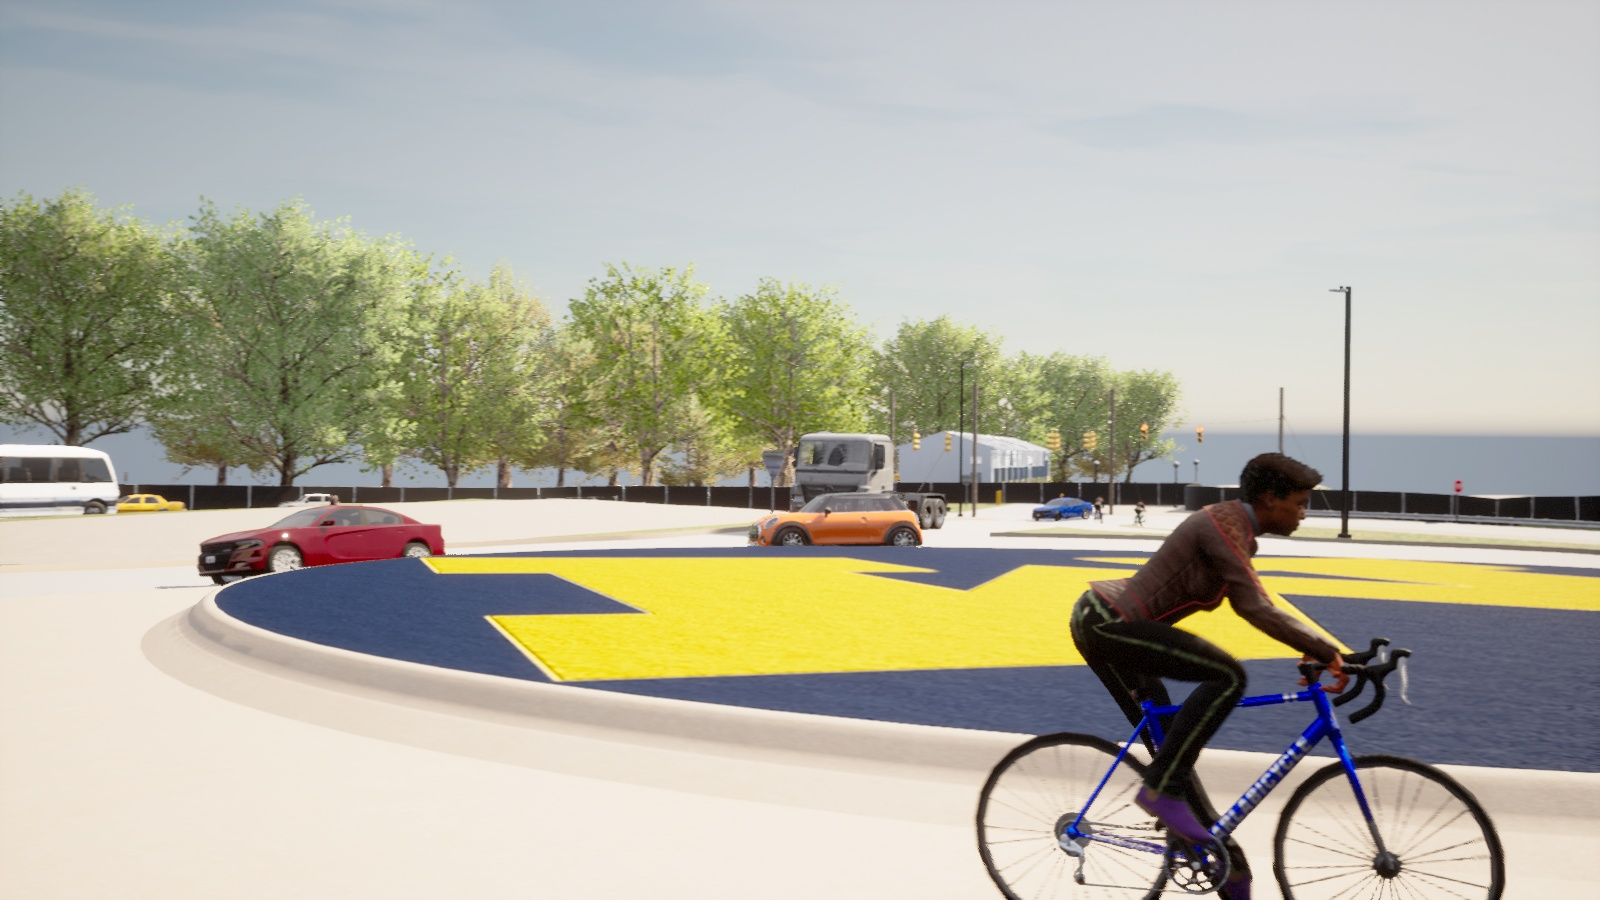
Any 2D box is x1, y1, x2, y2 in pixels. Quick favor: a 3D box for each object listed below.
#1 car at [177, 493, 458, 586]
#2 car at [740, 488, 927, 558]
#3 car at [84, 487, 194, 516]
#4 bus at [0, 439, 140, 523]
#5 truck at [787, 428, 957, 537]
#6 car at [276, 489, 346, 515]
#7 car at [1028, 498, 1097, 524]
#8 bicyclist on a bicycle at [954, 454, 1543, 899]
[{"bbox_3d":[-9.323,1.763,24.732,1.882,1.535,5.008,-7,-7,32],"label":"car"},{"bbox_3d":[0.847,1.934,33.365,4.553,1.767,2.097,1,-3,-14],"label":"car"},{"bbox_3d":[-38.657,2.989,73.529,5.366,1.575,1.801,2,0,-39],"label":"car"},{"bbox_3d":[-41.248,1.575,66.717,3.944,4.253,10.273,2,0,30],"label":"bus"},{"bbox_3d":[2.759,1.151,44.734,2.891,3.462,7.936,2,-1,28],"label":"truck"},{"bbox_3d":[-30.554,3.241,78.502,3.806,1.475,1.970,1,1,-29],"label":"car"},{"bbox_3d":[17.585,4.082,83.982,5.008,1.535,1.882,-1,-2,-41],"label":"car"},{"bbox_3d":[1.383,0.842,4.061,1.656,1.620,0.582,1,-1,18],"label":"bicyclist on a bicycle"}]
